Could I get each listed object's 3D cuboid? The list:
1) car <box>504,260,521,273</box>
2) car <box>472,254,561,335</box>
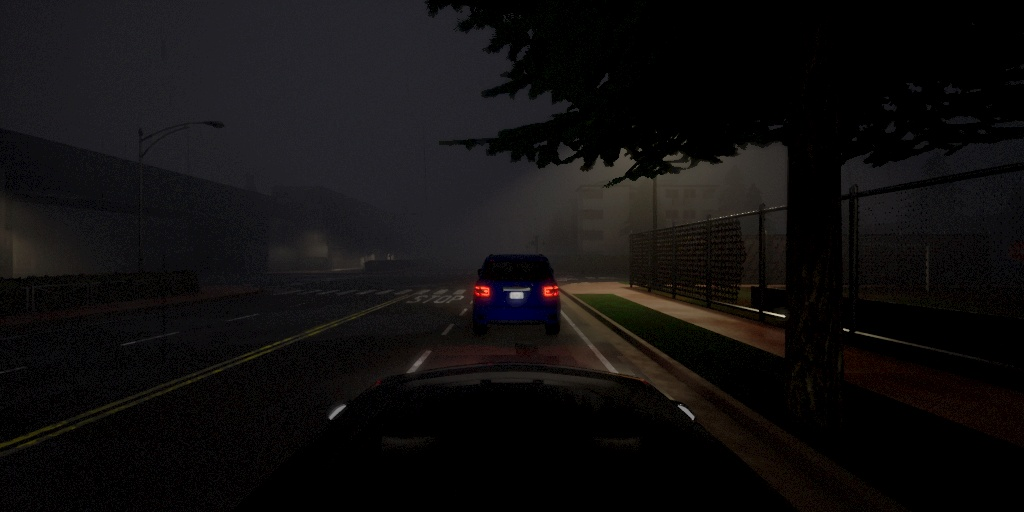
[{"bbox_3d":[0.025,1.241,45.548,2.128,1.511,4.902,0,0,0],"label":"car"},{"bbox_3d":[0.115,0.972,10.673,2.150,2.045,5.566,0,0,0],"label":"car"}]
